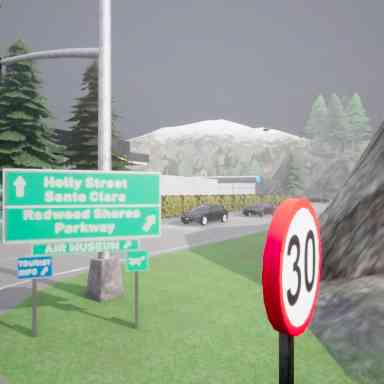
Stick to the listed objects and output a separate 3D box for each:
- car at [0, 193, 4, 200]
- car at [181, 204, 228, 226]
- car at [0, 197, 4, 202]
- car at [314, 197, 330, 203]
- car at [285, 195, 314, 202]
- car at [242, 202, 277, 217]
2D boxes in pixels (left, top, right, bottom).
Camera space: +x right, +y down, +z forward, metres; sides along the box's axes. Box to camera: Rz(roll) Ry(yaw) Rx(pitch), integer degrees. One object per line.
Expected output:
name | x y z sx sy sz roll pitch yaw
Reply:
car | -38.569 1.489 69.983 4.514 1.523 2.007 0 0 35
car | 1.066 1.696 25.929 1.837 1.490 4.892 0 0 36
car | -12.360 1.505 26.044 1.905 1.878 3.866 0 0 35
car | 28.281 1.787 74.896 1.895 1.301 4.718 0 0 -42
car | 13.415 1.413 42.823 2.150 2.045 5.566 0 0 36
car | 7.121 1.739 34.250 2.033 1.411 5.357 0 0 36
